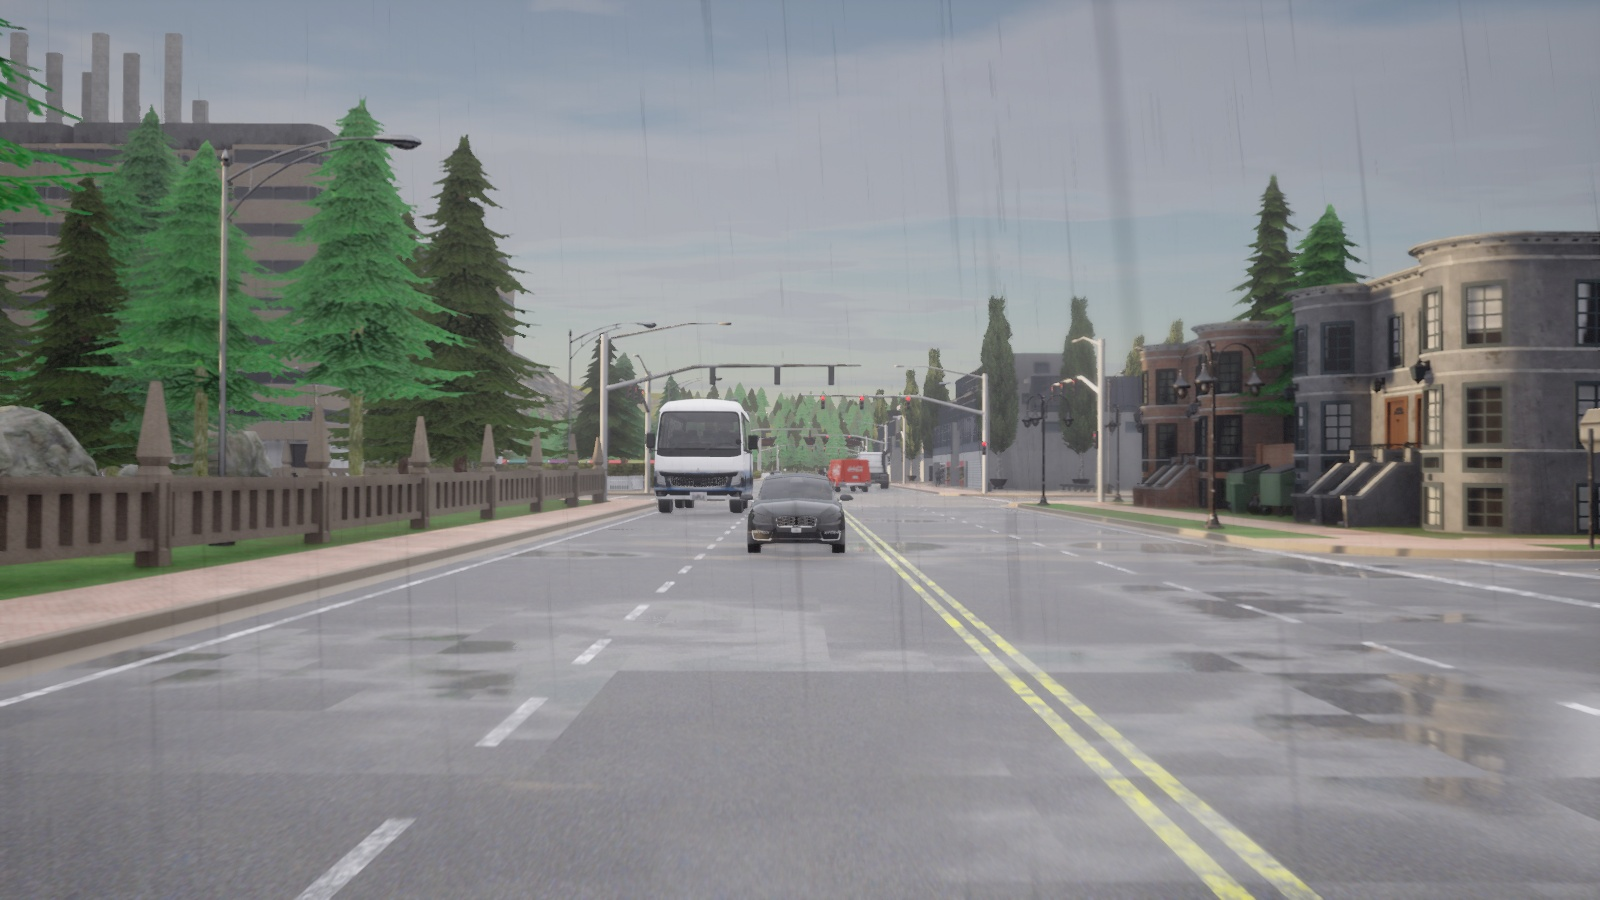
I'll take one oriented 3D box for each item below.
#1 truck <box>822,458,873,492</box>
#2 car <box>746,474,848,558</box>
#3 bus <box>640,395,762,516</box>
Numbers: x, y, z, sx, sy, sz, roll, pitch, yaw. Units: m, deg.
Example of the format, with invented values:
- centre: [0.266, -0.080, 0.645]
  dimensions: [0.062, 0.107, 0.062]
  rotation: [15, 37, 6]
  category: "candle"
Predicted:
- centre: [3.532, 1.908, 95.016]
  dimensions: [2.627, 2.467, 5.204]
  rotation: [-1, -1, -13]
  category: "truck"
- centre: [-0.061, 1.242, 25.160]
  dimensions: [1.837, 1.490, 4.892]
  rotation: [0, -1, 0]
  category: "car"
- centre: [-3.625, 0.277, 49.117]
  dimensions: [3.944, 4.253, 10.273]
  rotation: [0, -1, 0]
  category: "bus"
